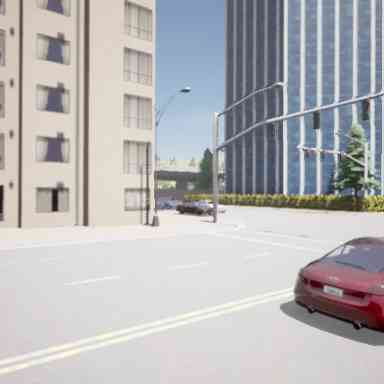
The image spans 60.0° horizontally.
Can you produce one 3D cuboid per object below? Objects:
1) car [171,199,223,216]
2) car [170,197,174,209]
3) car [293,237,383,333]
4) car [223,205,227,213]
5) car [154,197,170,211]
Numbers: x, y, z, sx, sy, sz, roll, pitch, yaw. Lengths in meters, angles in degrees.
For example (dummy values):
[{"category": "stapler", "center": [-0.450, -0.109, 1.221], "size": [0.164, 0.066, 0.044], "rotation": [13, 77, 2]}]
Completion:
[{"category": "car", "center": [0.387, 1.657, 34.037], "size": [2.033, 1.411, 5.357], "rotation": [0, 0, -35]}, {"category": "car", "center": [-3.149, 1.482, 45.259], "size": [2.097, 1.767, 4.553], "rotation": [0, 0, -35]}, {"category": "car", "center": [3.943, 1.601, 6.579], "size": [4.181, 1.385, 1.994], "rotation": [0, 0, -35]}, {"category": "car", "center": [1.985, 1.655, 37.902], "size": [1.812, 1.442, 4.674], "rotation": [0, 0, -35]}, {"category": "car", "center": [-5.213, 1.588, 42.090], "size": [1.882, 1.535, 5.008], "rotation": [0, 0, -35]}]
